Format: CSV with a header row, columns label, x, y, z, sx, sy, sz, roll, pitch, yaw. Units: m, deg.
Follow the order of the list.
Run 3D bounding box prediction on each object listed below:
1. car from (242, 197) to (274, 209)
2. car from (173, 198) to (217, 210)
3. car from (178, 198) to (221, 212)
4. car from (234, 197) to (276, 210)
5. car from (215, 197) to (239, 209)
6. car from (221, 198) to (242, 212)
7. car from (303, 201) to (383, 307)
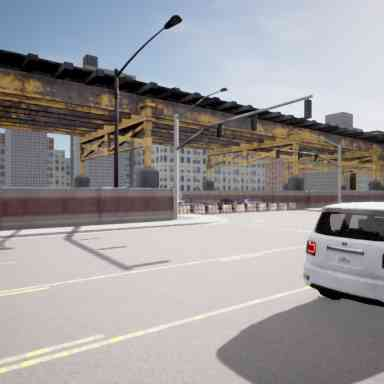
label,x,y,z,sx,sy,sz,roll,pitch,yaw
car,8.033,1.295,42.993,4.536,1.218,1.853,0,0,-7
car,0.363,1.295,36.580,4.536,1.218,1.853,0,0,8
car,0.414,1.453,36.573,4.974,1.542,2.038,0,0,8
car,8.085,1.453,43.000,4.974,1.542,2.038,0,0,-7
car,4.181,1.295,39.299,1.853,1.218,4.536,0,0,18
car,4.166,1.453,39.249,2.038,1.542,4.974,0,0,18
car,4.766,1.221,7.157,5.566,2.045,2.150,0,0,-35
